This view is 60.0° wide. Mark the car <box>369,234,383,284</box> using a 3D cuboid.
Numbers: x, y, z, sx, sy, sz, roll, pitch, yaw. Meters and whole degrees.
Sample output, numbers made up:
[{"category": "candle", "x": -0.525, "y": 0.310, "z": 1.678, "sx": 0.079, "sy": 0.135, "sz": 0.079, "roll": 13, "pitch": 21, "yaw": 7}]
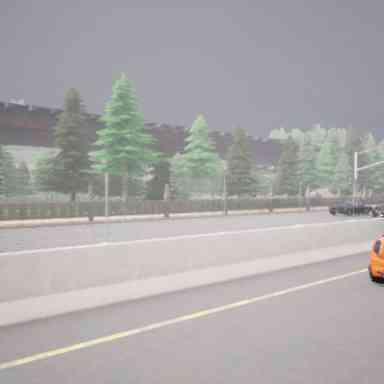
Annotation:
[{"category": "car", "x": 6.487, "y": 1.359, "z": 8.374, "sx": 4.553, "sy": 1.767, "sz": 2.097, "roll": 0, "pitch": 0, "yaw": -36}]
